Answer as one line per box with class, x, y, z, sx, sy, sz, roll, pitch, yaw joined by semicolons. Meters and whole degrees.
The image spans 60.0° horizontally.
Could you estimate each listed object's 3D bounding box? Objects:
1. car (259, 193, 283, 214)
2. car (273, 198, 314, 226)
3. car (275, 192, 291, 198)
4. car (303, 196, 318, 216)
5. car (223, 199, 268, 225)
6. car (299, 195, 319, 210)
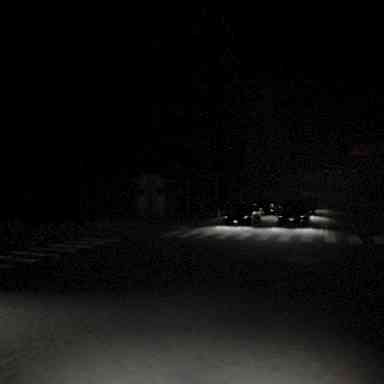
car;7.377;1.256;32.838;2.097;1.767;4.553;-1;0;22
car;6.949;1.408;22.491;1.837;1.490;4.892;-1;0;22
car;11.383;1.050;42.593;2.150;2.045;5.566;-1;0;22
car;10.309;1.404;30.748;1.994;1.385;4.181;-1;0;22
car;3.821;1.519;24.092;2.033;1.411;5.357;-1;0;22
car;14.246;1.243;40.369;1.882;1.535;5.008;-1;0;23
